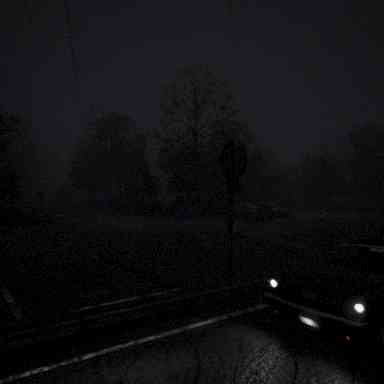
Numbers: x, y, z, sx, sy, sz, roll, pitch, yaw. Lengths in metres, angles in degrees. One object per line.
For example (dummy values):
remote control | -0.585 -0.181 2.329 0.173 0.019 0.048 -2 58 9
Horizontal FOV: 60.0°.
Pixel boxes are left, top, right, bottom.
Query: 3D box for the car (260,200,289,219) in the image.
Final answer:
car | 6.904 1.584 31.563 2.185 1.767 4.553 1 -1 -36

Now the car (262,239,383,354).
car | 3.521 1.622 6.212 4.718 1.301 1.895 1 0 -36

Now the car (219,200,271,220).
car | 4.362 1.702 29.663 2.002 1.452 4.674 1 -1 -36

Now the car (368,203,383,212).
car | 26.741 2.133 45.651 2.002 1.452 4.674 1 -1 -35
